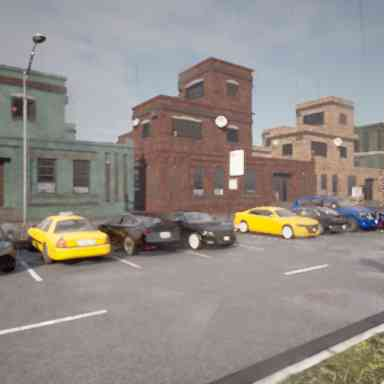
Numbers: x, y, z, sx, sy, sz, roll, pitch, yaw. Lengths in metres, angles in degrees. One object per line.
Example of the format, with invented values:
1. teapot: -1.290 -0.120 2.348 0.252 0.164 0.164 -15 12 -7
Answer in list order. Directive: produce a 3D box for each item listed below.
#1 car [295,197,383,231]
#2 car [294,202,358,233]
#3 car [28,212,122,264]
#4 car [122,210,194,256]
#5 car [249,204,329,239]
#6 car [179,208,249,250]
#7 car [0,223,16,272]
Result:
1. car: 9.076 1.368 21.511 2.435 2.045 5.566 0 0 -36
2. car: 6.799 1.601 19.914 2.231 1.521 4.892 1 0 -36
3. car: -4.630 1.494 12.022 1.946 1.575 5.366 1 0 -35
4. car: -2.274 1.548 13.501 2.163 1.488 4.792 1 0 -35
5. car: 4.530 1.580 18.309 2.097 1.535 5.008 1 0 -36
6. car: -0.094 1.538 15.018 2.097 1.535 5.008 1 0 -35
7. car: -6.774 1.507 10.240 2.163 1.488 4.792 1 0 -35
